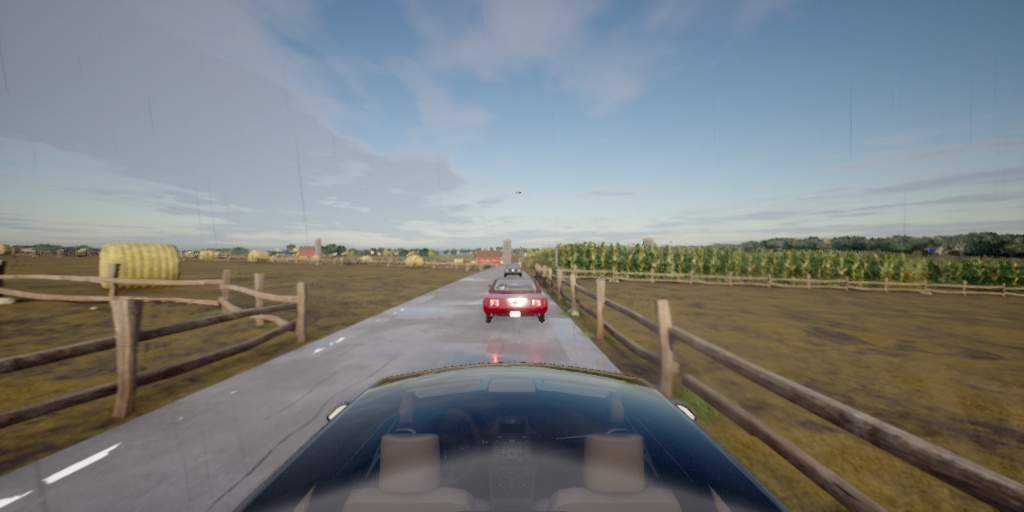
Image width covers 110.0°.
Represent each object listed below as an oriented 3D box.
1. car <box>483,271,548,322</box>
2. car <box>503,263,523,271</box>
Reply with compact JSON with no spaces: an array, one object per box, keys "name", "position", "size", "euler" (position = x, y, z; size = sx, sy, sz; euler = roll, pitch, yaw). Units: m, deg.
[{"name":"car","position":[0.098,1.369,12.400],"size":[1.895,1.301,4.718],"euler":[0,0,0]},{"name":"car","position":[0.096,1.442,36.576],"size":[2.033,1.411,5.357],"euler":[0,0,0]}]
